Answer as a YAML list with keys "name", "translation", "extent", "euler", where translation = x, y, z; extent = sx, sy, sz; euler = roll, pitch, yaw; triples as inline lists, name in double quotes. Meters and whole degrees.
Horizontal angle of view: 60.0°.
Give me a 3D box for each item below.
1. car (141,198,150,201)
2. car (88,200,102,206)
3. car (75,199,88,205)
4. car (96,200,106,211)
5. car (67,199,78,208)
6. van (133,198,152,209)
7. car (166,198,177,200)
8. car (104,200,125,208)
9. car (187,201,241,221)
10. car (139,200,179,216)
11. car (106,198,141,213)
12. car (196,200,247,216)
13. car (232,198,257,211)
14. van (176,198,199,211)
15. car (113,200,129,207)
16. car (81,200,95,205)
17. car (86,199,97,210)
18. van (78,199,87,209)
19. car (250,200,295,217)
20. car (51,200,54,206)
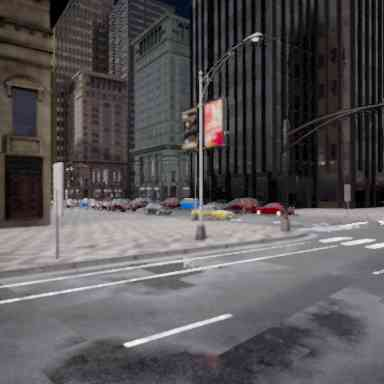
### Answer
- name: "car"
  translation: [-8.855, 2.116, 55.347]
  extent: [1.882, 1.535, 5.008]
  euler: [0, -1, -35]
- name: "car"
  translation: [-23.572, 2.577, 80.745]
  extent: [1.947, 1.339, 4.313]
  euler: [-1, 0, -35]
- name: "car"
  translation: [-29.595, 2.693, 89.230]
  extent: [2.008, 1.369, 4.403]
  euler: [-1, 0, -35]
- name: "car"
  translation: [-12.374, 2.184, 50.246]
  extent: [1.887, 1.381, 4.507]
  euler: [-1, 0, -35]
- name: "car"
  translation: [-23.793, 2.342, 66.327]
  extent: [1.967, 1.590, 4.097]
  euler: [-1, 0, -35]
- name: "van"
  translation: [-8.918, 2.020, 60.163]
  extent: [1.690, 1.788, 3.998]
  euler: [-1, 0, -35]
- name: "car"
  translation: [-3.038, 1.857, 51.860]
  extent: [2.192, 1.841, 5.009]
  euler: [-1, 0, -35]
- name: "car"
  translation: [-14.897, 2.325, 63.771]
  extent: [2.033, 1.411, 5.357]
  euler: [0, -1, -35]
- name: "car"
  translation: [1.866, 1.830, 30.188]
  extent: [1.752, 1.417, 4.829]
  euler: [-1, 0, -35]
- name: "car"
  translation: [-3.888, 1.991, 38.294]
  extent: [2.008, 1.369, 4.403]
  euler: [-1, 0, -35]
- name: "car"
  translation: [-9.551, 1.888, 46.262]
  extent: [2.192, 1.841, 5.009]
  euler: [-1, 0, -35]
- name: "car"
  translation: [2.657, 1.872, 33.693]
  extent: [2.033, 1.411, 5.357]
  euler: [0, -1, -35]
- name: "car"
  translation: [5.782, 1.650, 39.406]
  extent: [2.192, 1.841, 5.009]
  euler: [-1, 0, -35]
- name: "van"
  translation: [-0.098, 1.814, 47.709]
  extent: [1.690, 1.788, 3.998]
  euler: [-1, 0, -35]
- name: "car"
  translation: [-14.537, 2.389, 68.020]
  extent: [1.802, 1.307, 4.206]
  euler: [-1, 0, -35]
- name: "car"
  translation: [-26.584, 2.643, 84.988]
  extent: [1.947, 1.339, 4.313]
  euler: [-1, 0, -35]
- name: "car"
  translation: [-15.204, 2.144, 54.230]
  extent: [1.967, 1.590, 4.097]
  euler: [-1, 0, -35]
- name: "van"
  translation: [-18.035, 2.111, 58.214]
  extent: [1.690, 1.788, 3.998]
  euler: [-1, 0, -35]
- name: "car"
  translation: [8.728, 1.810, 35.255]
  extent: [1.887, 1.381, 4.507]
  euler: [-1, 0, -35]
- name: "car"
  translation: [-33.131, 2.655, 79.482]
  extent: [1.887, 1.381, 4.507]
  euler: [-1, 0, -35]
